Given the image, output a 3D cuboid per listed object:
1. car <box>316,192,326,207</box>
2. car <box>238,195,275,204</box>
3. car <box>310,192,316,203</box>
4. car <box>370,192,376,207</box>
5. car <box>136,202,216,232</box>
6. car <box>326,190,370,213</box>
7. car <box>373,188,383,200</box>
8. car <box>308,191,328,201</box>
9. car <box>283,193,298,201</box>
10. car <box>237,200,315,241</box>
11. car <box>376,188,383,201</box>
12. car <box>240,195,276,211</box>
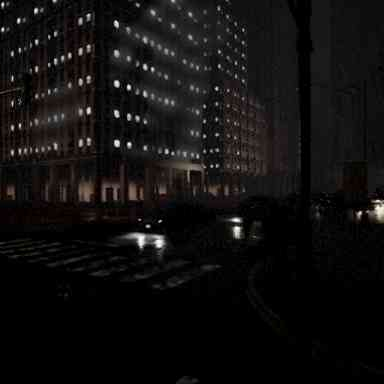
[{"bbox_3d":[15.020,0.893,35.316,1.994,1.385,4.181,0,1,35],"label":"car"},{"bbox_3d":[5.460,1.025,27.318,1.882,1.535,5.008,0,1,35],"label":"car"},{"bbox_3d":[15.735,0.753,41.800,1.837,1.490,4.892,0,0,36],"label":"car"},{"bbox_3d":[16.916,0.849,33.488,1.752,1.417,4.829,1,1,35],"label":"car"},{"bbox_3d":[-0.663,1.276,18.644,2.033,1.411,5.357,0,1,35],"label":"car"},{"bbox_3d":[13.560,0.737,28.730,2.192,1.841,5.009,1,1,35],"label":"car"},{"bbox_3d":[29.844,0.262,51.803,2.192,1.841,5.009,1,1,35],"label":"car"},{"bbox_3d":[19.704,0.625,51.974,1.887,1.381,4.507,1,1,35],"label":"car"},{"bbox_3d":[13.191,0.836,42.745,1.947,1.339,4.313,1,1,35],"label":"car"},{"bbox_3d":[3.791,1.276,14.892,1.947,1.339,4.313,1,1,35],"label":"car"},{"bbox_3d":[26.685,0.564,47.332,1.752,1.417,4.829,1,1,35],"label":"car"},{"bbox_3d":[6.678,1.027,33.516,1.947,1.339,4.313,1,2,35],"label":"car"}]
